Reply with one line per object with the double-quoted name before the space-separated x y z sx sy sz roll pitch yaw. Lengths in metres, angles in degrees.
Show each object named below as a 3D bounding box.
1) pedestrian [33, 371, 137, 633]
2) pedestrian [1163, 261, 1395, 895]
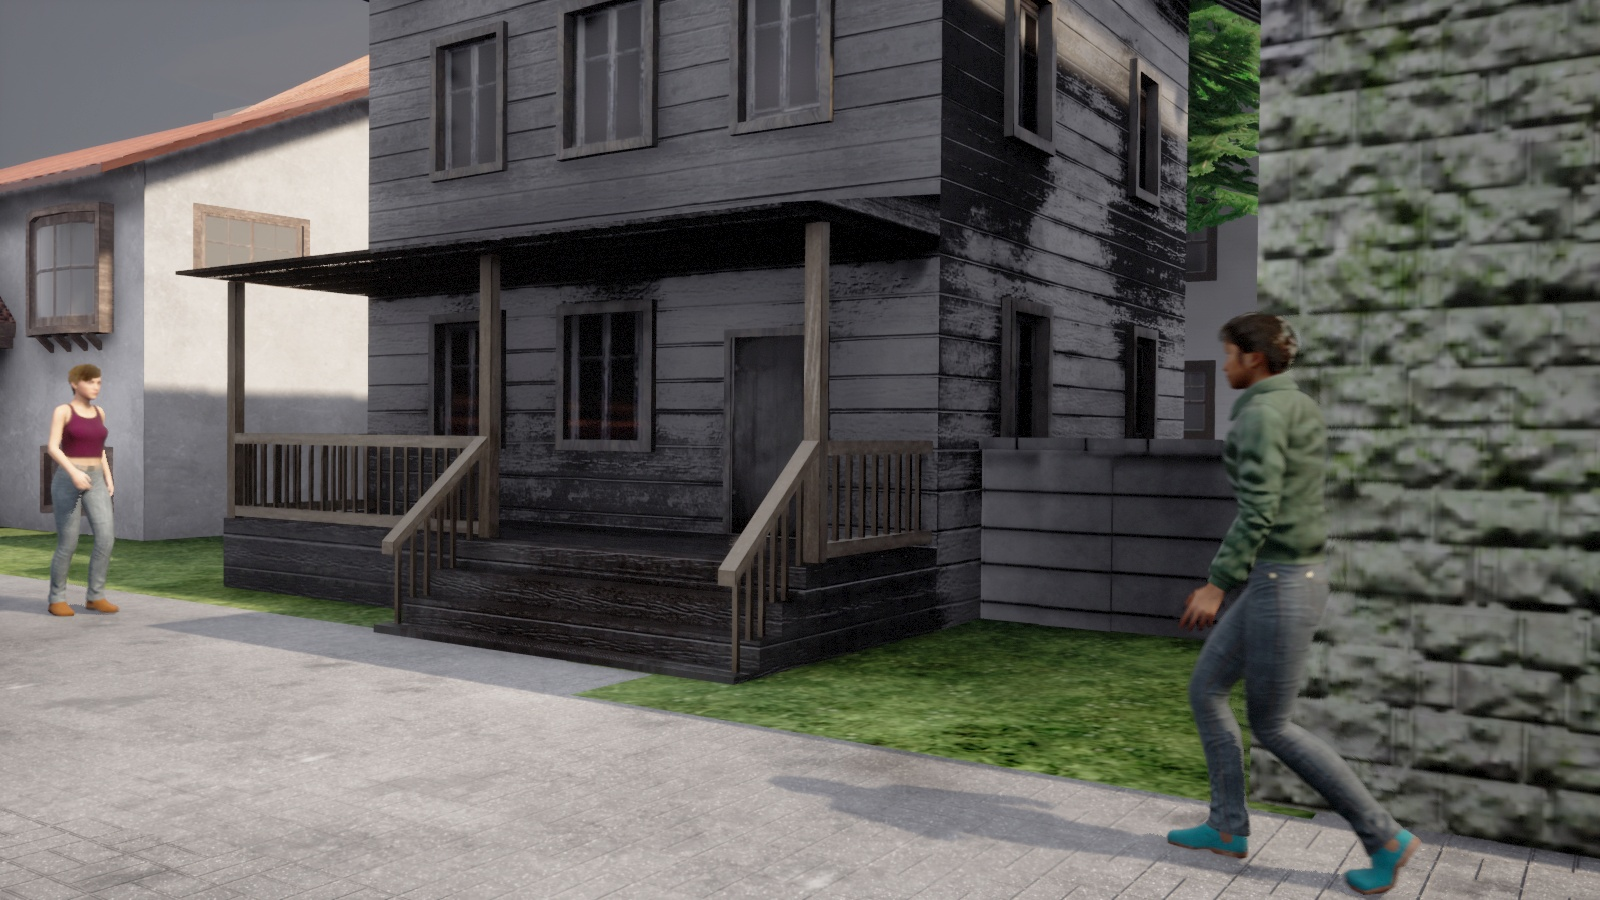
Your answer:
"pedestrian" -5.179 0.364 9.095 0.594 1.836 0.345 0 1 24
"pedestrian" 1.513 0.373 3.974 0.614 1.847 0.353 0 1 34
